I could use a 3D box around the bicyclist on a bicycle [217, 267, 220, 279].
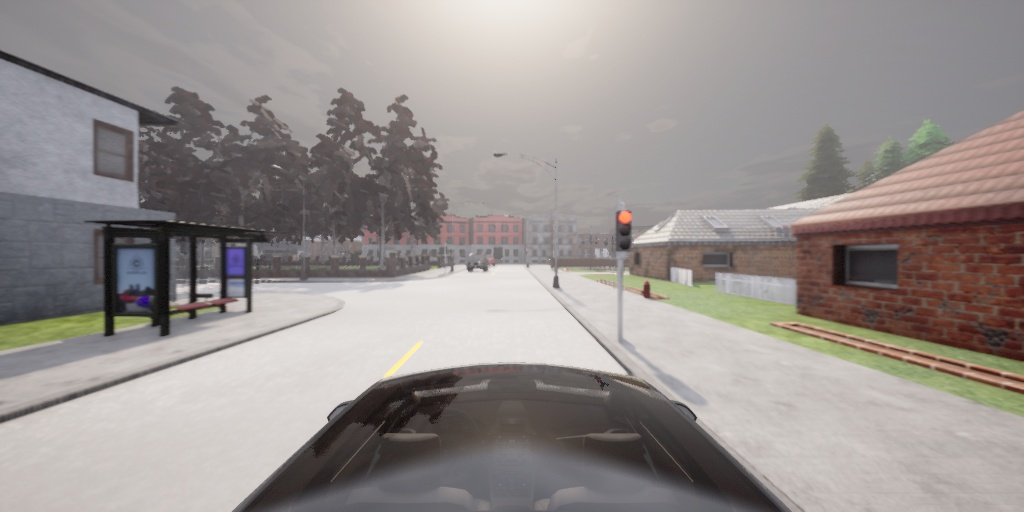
[{"bbox_3d":[-22.630,1.006,28.286,0.582,1.620,1.656,0,0,0],"label":"bicyclist on a bicycle"}]

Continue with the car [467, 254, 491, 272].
[{"bbox_3d":[-4.063,0.823,42.932,2.150,2.045,5.566,0,1,0],"label":"car"}]

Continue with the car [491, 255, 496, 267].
[{"bbox_3d":[-3.980,0.787,61.312,2.150,2.045,5.566,0,0,0],"label":"car"}]
